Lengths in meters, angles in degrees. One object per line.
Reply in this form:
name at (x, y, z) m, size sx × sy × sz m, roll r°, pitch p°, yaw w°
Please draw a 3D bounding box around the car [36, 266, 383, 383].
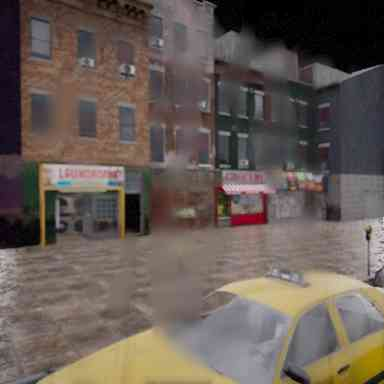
car at (0.805, 1.519, 3.387) m, size 4.829 × 1.417 × 1.752 m, roll 0°, pitch 0°, yaw -35°
